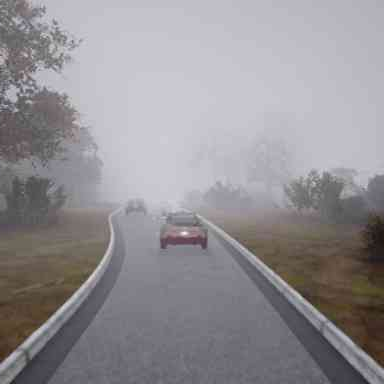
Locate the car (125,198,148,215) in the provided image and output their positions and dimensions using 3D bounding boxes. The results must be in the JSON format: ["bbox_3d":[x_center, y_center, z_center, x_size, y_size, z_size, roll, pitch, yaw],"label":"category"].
[{"bbox_3d":[-5.641,1.383,33.960,2.097,1.767,4.553,0,0,-7],"label":"car"}]

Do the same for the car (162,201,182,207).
[{"bbox_3d":[-1.914,1.555,32.162,1.812,1.442,4.674,0,0,-7],"label":"car"}]

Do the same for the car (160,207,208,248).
[{"bbox_3d":[-0.410,1.577,14.925,1.994,1.385,4.181,0,0,-3],"label":"car"}]

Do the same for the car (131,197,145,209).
[{"bbox_3d":[-7.552,1.519,46.619,1.882,1.535,5.008,0,0,-10],"label":"car"}]
